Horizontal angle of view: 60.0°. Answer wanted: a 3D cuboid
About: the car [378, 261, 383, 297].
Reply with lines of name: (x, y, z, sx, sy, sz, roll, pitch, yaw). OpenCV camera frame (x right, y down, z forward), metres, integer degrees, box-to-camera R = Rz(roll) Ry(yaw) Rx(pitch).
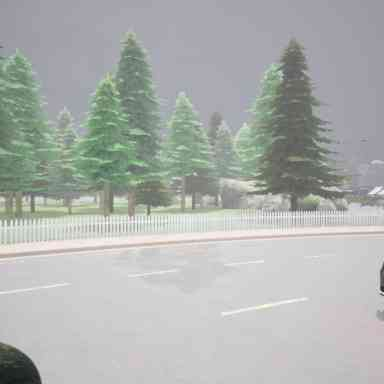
car: (5.722, 1.492, 6.151, 4.902, 1.511, 2.128, 0, 0, -23)

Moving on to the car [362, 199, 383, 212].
car: (23.187, 1.581, 41.124, 1.812, 1.442, 4.674, 0, 0, -3)

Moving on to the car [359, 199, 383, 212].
car: (19.981, 1.619, 36.076, 1.994, 1.385, 4.181, 0, 0, -3)

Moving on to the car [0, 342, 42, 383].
car: (-3.249, 1.478, 1.245, 5.008, 1.535, 1.882, 0, 0, -37)

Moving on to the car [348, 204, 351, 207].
car: (22.581, 1.533, 51.287, 1.882, 1.535, 5.008, 0, 0, -3)
